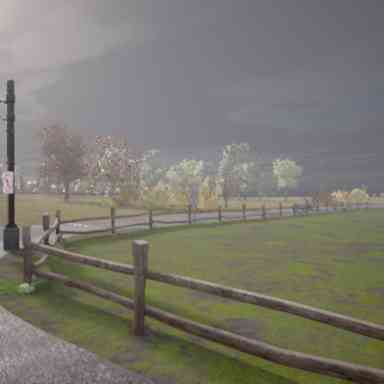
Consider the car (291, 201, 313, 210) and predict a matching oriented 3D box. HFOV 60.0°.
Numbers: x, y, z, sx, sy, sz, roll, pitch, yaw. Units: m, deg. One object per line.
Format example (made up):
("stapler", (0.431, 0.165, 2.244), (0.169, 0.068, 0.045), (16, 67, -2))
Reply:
("car", (17.890, 2.210, 53.634), (2.033, 1.411, 5.357), (0, -1, 40))
